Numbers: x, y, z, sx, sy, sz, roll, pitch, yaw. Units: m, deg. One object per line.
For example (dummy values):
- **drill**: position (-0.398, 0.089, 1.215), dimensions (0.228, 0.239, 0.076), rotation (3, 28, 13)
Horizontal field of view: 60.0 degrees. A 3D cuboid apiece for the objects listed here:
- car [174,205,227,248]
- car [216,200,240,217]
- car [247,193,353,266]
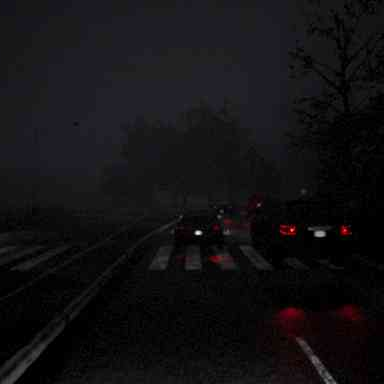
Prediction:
- **car**: position (0.356, 1.502, 14.545), dimensions (1.994, 1.385, 4.181), rotation (0, 0, 3)
- **car**: position (3.175, 1.446, 30.266), dimensions (1.812, 1.442, 4.674), rotation (-1, 0, 17)
- **car**: position (3.452, 1.171, 11.470), dimensions (2.150, 2.045, 5.566), rotation (0, 1, 2)
